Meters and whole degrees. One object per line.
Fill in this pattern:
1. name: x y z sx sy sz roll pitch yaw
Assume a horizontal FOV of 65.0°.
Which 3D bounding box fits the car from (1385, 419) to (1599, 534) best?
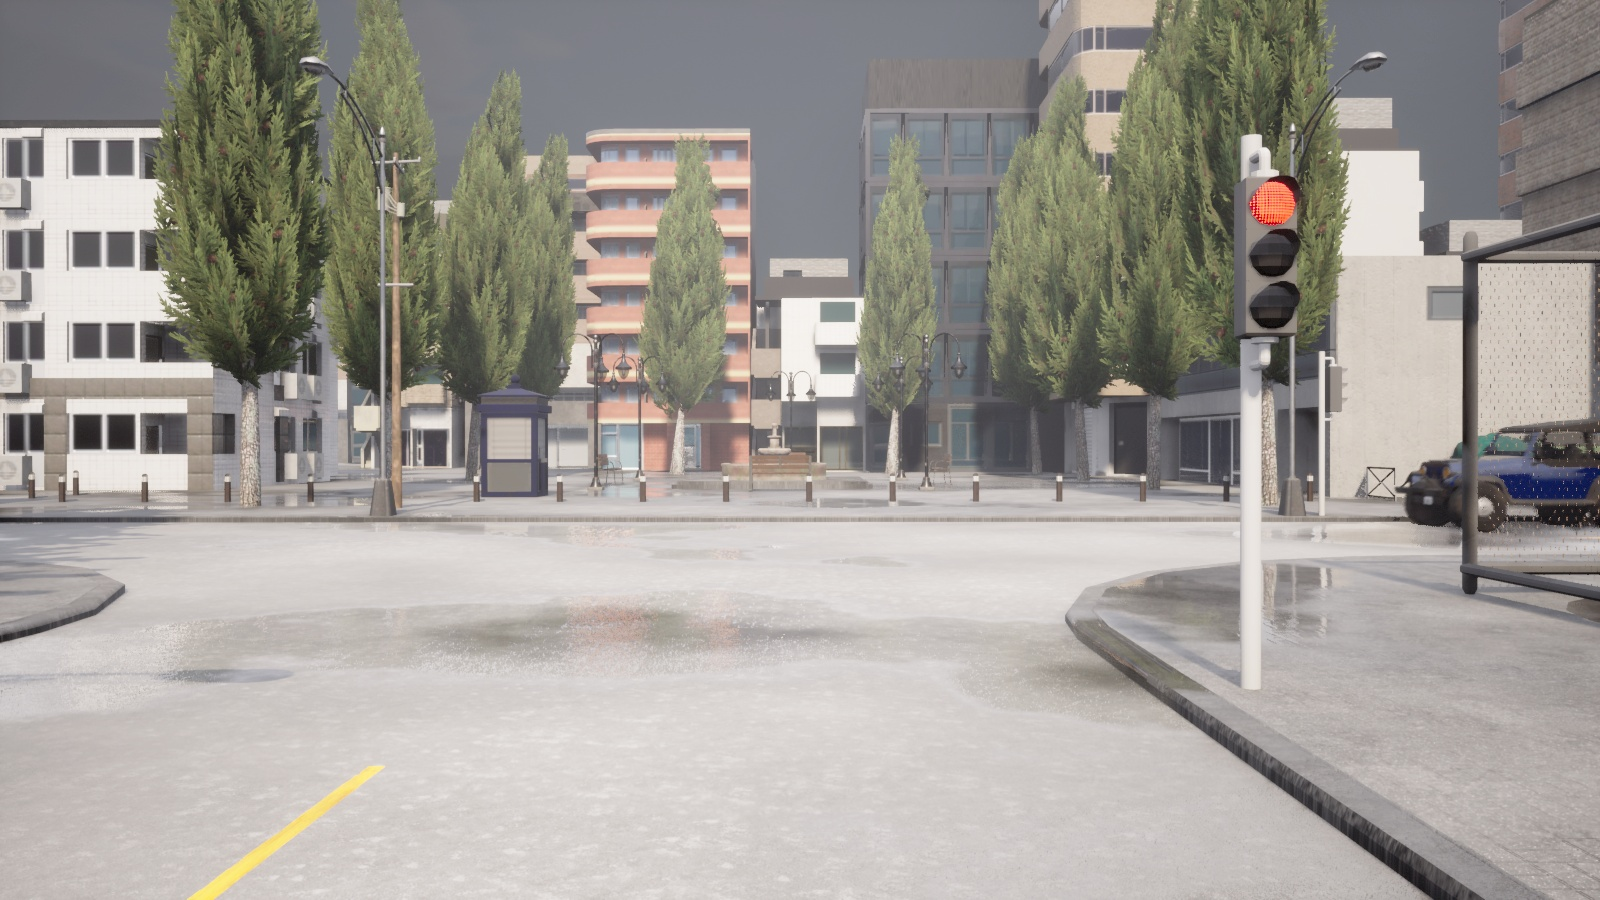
1. car: 12.412 0.431 21.528 3.866 1.878 1.905 0 0 0
